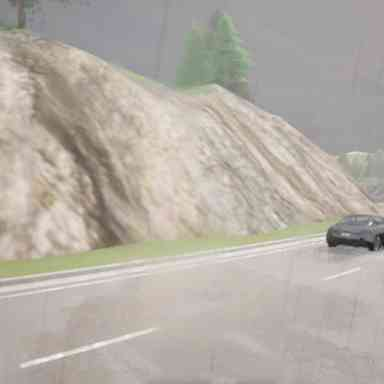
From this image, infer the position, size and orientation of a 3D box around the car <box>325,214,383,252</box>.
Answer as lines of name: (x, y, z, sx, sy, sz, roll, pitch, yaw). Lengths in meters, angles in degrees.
car: (7.622, 1.680, 14.614, 4.181, 1.385, 1.994, 0, -1, -42)
